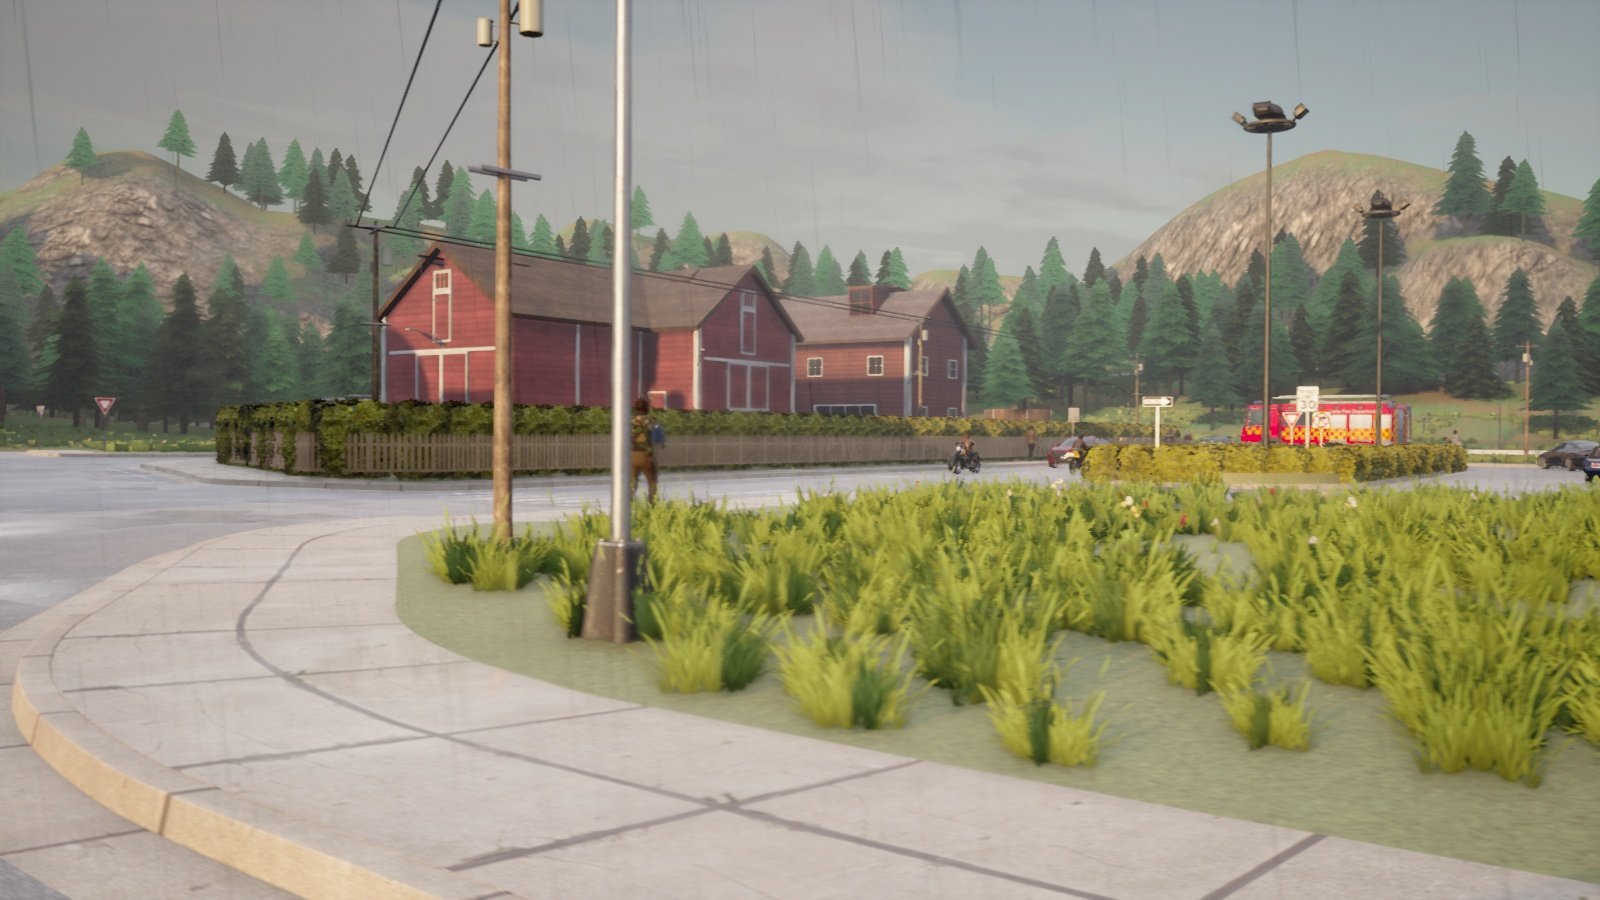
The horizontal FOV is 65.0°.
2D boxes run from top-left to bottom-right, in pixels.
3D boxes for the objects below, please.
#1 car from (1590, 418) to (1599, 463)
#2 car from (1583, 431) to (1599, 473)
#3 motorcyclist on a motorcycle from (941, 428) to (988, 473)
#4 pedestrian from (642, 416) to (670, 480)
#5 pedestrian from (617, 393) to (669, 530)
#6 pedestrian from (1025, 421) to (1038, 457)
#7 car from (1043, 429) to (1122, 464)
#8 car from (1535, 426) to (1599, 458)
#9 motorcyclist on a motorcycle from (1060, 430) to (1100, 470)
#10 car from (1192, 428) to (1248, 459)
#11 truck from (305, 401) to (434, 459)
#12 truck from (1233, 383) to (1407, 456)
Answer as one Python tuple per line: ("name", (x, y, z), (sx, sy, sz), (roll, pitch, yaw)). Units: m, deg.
("car", (32.978, -0.400, 50.316), (2.097, 1.767, 4.553), (0, 1, 34))
("car", (26.469, 0.035, 40.535), (1.895, 1.301, 4.718), (0, 1, 34))
("motorcyclist on a motorcycle", (6.285, 0.003, 47.871), (0.766, 1.649, 2.350), (0, 1, 34))
("pedestrian", (-4.422, -0.061, 38.584), (0.423, 1.949, 0.788), (0, 1, 29))
("pedestrian", (-2.249, 0.154, 18.032), (0.395, 1.930, 0.692), (0, 1, 28))
("pedestrian", (11.564, -0.539, 62.791), (0.328, 1.805, 0.869), (0, 1, 33))
("car", (13.090, -0.171, 57.964), (1.882, 1.535, 5.008), (0, 1, 34))
("car", (36.841, -0.392, 59.536), (1.812, 1.442, 4.674), (0, 1, 9))
("motorcyclist on a motorcycle", (10.775, -0.018, 48.268), (0.797, 1.523, 2.044), (0, 1, 34))
("car", (21.494, -0.339, 64.167), (1.789, 1.549, 3.705), (0, 1, 34))
("truck", (-30.020, -1.384, 87.957), (2.891, 3.827, 8.468), (0, 1, 34))
("truck", (28.914, -1.633, 70.076), (8.468, 3.827, 2.891), (0, 1, 43))
